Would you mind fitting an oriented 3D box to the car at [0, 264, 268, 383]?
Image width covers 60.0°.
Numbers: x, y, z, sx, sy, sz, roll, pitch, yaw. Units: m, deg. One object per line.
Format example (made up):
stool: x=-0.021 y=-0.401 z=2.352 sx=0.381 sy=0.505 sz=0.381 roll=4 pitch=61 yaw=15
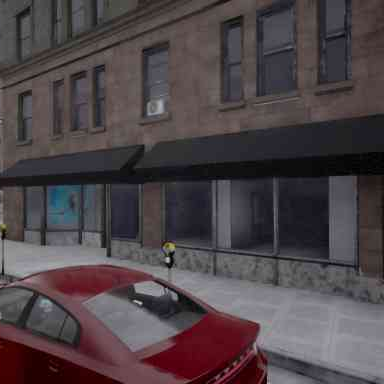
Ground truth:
car: x=-1.396 y=1.545 z=3.861 sx=4.507 sy=1.381 sz=1.887 roll=0 pitch=0 yaw=36
